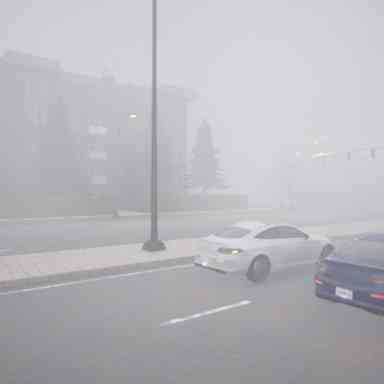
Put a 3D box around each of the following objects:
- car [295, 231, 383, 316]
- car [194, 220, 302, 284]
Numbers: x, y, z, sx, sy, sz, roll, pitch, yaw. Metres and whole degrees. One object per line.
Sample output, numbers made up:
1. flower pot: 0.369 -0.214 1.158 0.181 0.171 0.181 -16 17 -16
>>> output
1. car: 4.447 1.540 6.914 4.674 1.442 1.812 0 0 -35
2. car: 2.216 1.540 9.627 4.674 1.442 1.812 0 0 -35
